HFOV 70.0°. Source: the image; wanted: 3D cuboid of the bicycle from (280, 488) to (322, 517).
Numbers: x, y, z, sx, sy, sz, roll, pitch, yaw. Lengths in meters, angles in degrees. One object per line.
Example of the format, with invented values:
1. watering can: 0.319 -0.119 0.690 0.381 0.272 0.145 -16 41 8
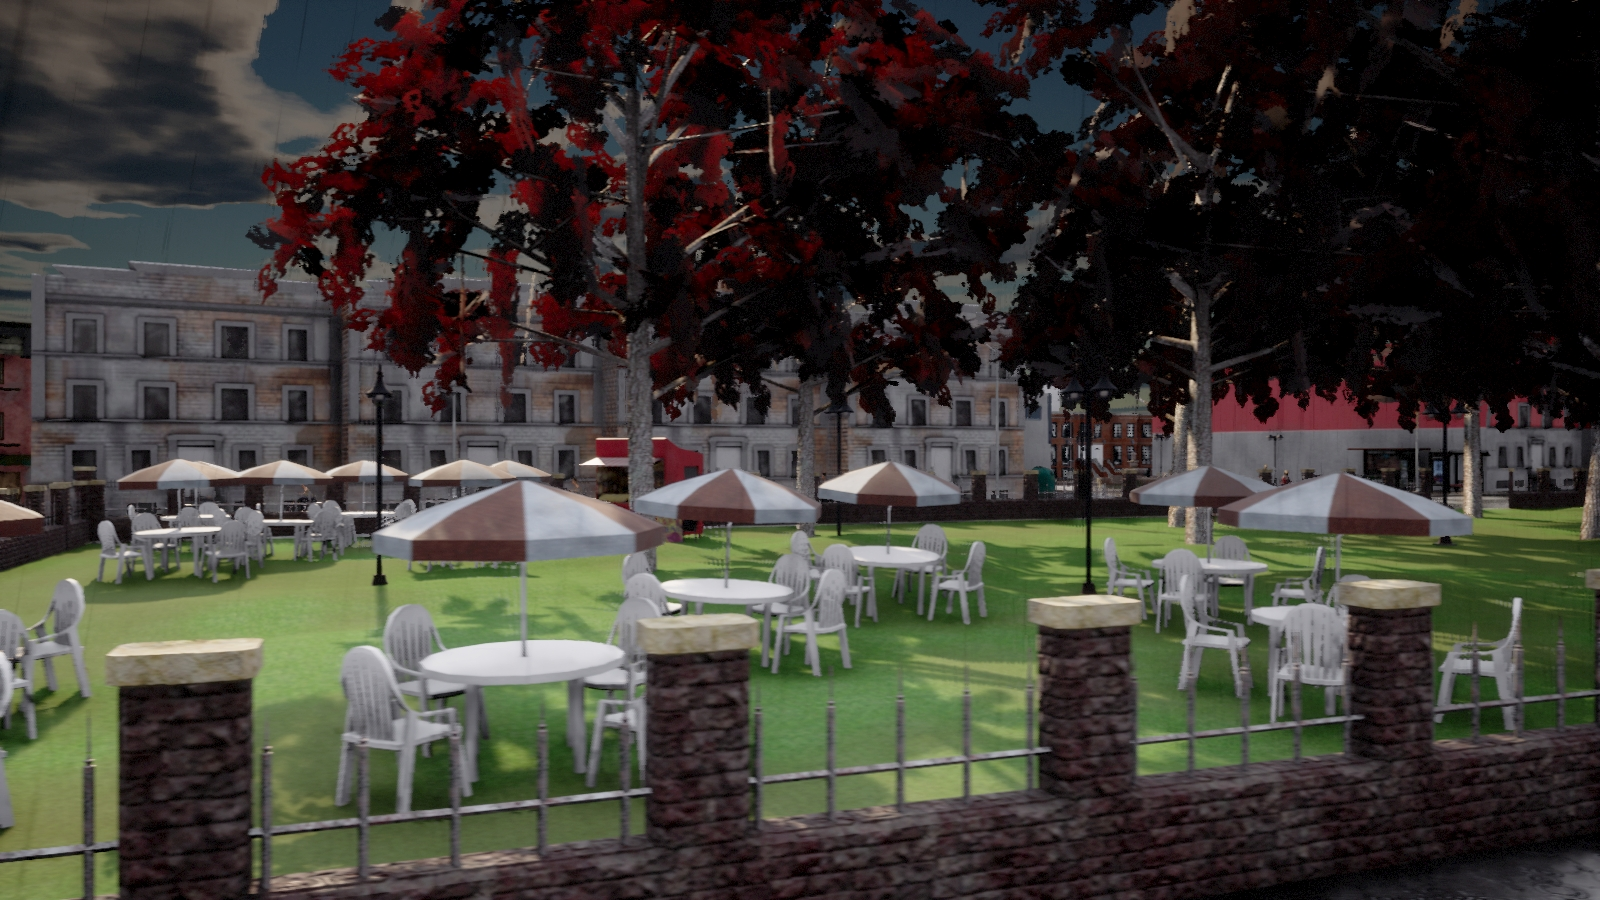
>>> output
1. bicycle: -19.574 2.036 44.854 1.487 1.080 0.859 0 0 -21

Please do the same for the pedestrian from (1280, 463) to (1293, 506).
1. pedestrian: 21.482 1.523 50.490 0.375 1.860 0.375 0 0 -20

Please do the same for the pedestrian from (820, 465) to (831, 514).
1. pedestrian: 0.993 1.522 43.903 0.375 1.860 0.375 0 0 -8
